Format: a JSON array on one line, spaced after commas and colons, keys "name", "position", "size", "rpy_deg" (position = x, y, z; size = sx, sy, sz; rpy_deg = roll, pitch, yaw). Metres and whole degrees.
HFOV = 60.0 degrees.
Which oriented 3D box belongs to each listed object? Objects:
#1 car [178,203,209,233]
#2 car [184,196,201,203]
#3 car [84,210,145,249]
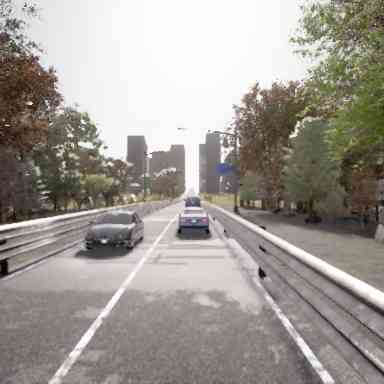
[{"name": "car", "position": [0.099, 1.628, 20.432], "size": [2.033, 1.411, 5.357], "rpy_deg": [0, 0, 0]}, {"name": "car", "position": [0.101, 1.654, 47.294], "size": [2.150, 2.045, 5.566], "rpy_deg": [0, -1, 0]}, {"name": "car", "position": [-3.250, 1.590, 14.727], "size": [1.837, 1.490, 4.892], "rpy_deg": [0, 0, 0]}]
